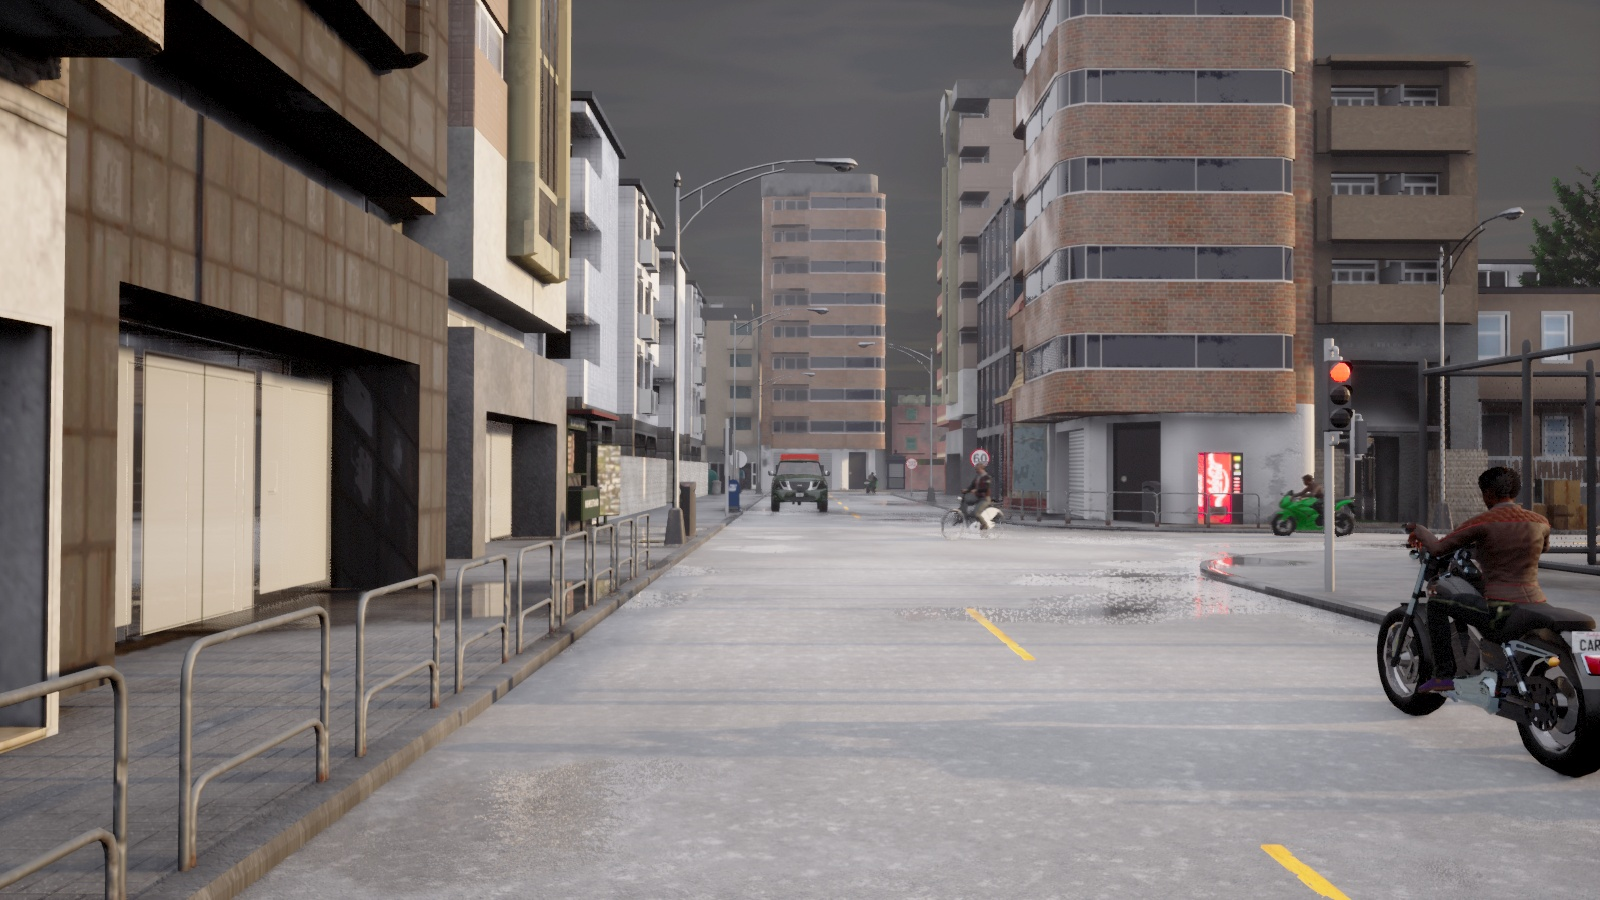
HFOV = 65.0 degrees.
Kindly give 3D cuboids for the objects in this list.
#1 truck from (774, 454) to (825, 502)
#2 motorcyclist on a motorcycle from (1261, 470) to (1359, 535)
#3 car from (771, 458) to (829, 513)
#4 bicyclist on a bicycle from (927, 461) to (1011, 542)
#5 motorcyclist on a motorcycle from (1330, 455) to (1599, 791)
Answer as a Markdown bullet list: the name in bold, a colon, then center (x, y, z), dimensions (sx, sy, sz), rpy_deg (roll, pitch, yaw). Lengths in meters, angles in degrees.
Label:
- **truck**: center (-0.009, 1.452, 67.332), dimensions (2.627, 2.467, 5.204), rpy_deg (0, -1, 0)
- **motorcyclist on a motorcycle**: center (12.276, 1.255, 30.268), dimensions (2.044, 1.523, 0.797), rpy_deg (0, -1, 0)
- **car**: center (-0.029, 1.368, 49.796), dimensions (2.150, 2.045, 5.566), rpy_deg (0, -1, -1)
- **bicyclist on a bicycle**: center (3.819, 1.144, 28.306), dimensions (1.843, 1.776, 0.659), rpy_deg (1, 0, -32)
- **motorcyclist on a motorcycle**: center (3.999, 0.872, 7.367), dimensions (0.766, 1.649, 2.350), rpy_deg (0, -1, 0)
